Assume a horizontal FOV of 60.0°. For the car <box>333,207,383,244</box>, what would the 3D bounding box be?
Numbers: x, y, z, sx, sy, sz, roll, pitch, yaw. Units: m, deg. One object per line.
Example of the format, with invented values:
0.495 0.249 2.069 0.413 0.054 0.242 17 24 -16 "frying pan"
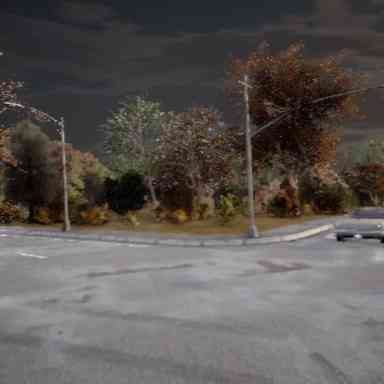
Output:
7.629 1.344 14.371 1.895 1.301 4.718 -3 -1 38 "car"
